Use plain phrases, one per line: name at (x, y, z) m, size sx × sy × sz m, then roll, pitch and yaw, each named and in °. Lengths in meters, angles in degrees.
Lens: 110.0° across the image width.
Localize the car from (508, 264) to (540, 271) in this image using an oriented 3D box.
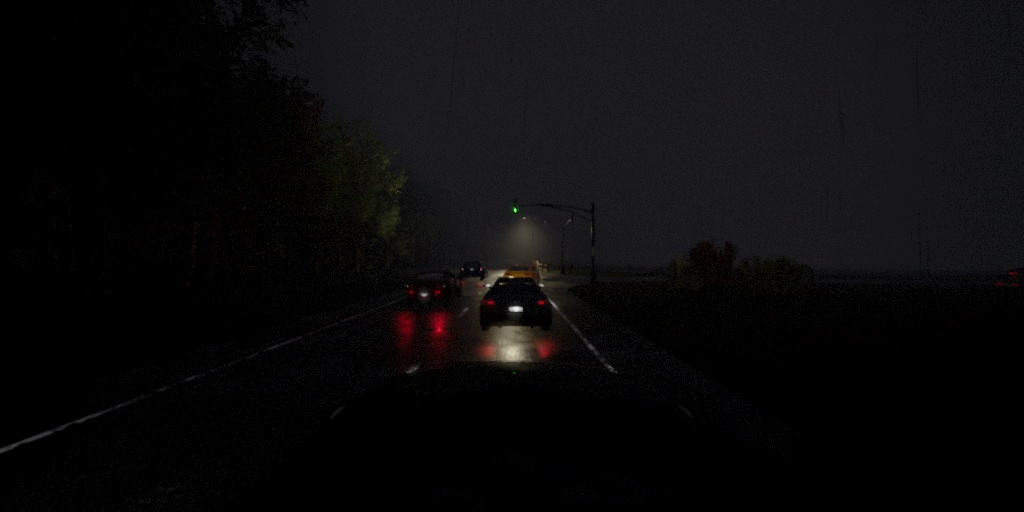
car at (0.754, 1.289, 23.781) m, size 1.882 × 1.535 × 5.008 m, roll 0°, pitch 0°, yaw 11°

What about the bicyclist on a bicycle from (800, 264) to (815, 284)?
bicyclist on a bicycle at (24.299, 1.482, 29.585) m, size 0.582 × 1.620 × 1.656 m, roll 1°, pitch 0°, yaw 0°

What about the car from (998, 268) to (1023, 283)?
car at (48.677, 1.852, 33.445) m, size 4.902 × 1.511 × 2.128 m, roll 1°, pitch -1°, yaw 1°

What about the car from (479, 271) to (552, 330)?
car at (0.102, 1.341, 11.232) m, size 1.994 × 1.385 × 4.181 m, roll 0°, pitch 0°, yaw 0°

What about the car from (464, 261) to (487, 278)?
car at (-3.403, 1.187, 32.560) m, size 2.097 × 1.767 × 4.553 m, roll 0°, pitch 0°, yaw 0°

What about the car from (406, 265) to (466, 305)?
car at (-3.406, 1.316, 16.217) m, size 1.812 × 1.442 × 4.674 m, roll 0°, pitch 0°, yaw 0°
